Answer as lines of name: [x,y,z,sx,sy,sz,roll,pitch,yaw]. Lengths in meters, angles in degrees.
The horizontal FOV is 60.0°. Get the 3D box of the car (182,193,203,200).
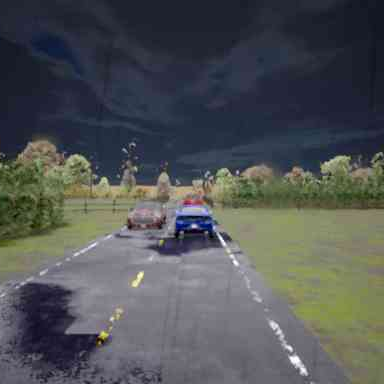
car: [0.105,1.159,37.465,2.150,2.045,5.566,0,0,0]

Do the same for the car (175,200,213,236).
car: [0.102,1.448,18.065,1.882,1.535,5.008,0,0,0]

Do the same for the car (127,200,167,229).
car: [-2.747,1.318,21.044,2.097,1.767,4.553,0,0,0]
